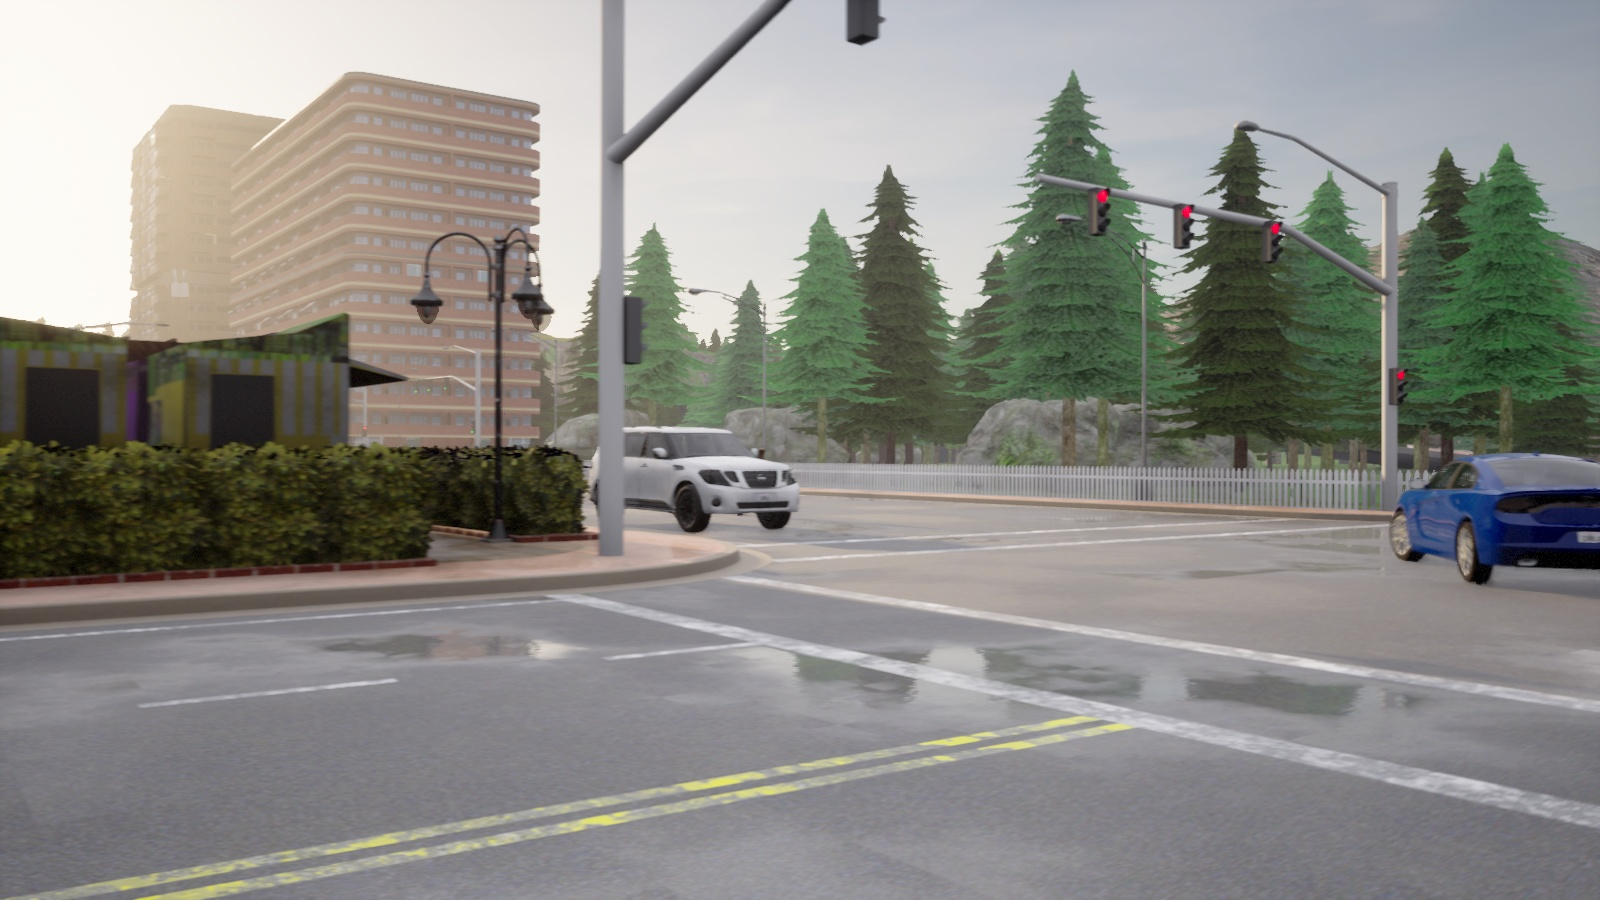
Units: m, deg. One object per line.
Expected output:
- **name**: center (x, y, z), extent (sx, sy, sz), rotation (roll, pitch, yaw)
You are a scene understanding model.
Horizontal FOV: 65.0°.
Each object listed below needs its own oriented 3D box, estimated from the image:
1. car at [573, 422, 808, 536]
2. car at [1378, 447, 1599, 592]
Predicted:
- **car**: center (-2.366, 0.531, 25.390), extent (2.150, 2.045, 5.566), rotation (0, 0, -36)
- **car**: center (8.869, 0.742, 15.768), extent (1.882, 1.535, 5.008), rotation (0, 0, 12)
